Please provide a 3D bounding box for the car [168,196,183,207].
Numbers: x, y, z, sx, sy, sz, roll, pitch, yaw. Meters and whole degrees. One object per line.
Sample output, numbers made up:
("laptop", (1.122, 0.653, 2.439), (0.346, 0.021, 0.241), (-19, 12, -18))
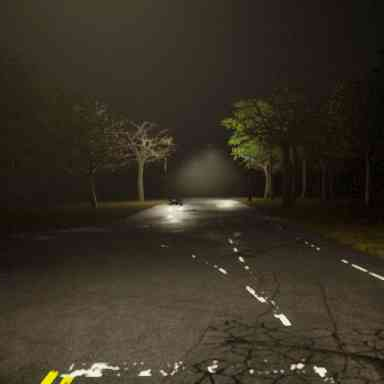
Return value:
("car", (-2.313, 1.369, 47.765), (1.837, 1.490, 4.892), (-1, 1, 2))
